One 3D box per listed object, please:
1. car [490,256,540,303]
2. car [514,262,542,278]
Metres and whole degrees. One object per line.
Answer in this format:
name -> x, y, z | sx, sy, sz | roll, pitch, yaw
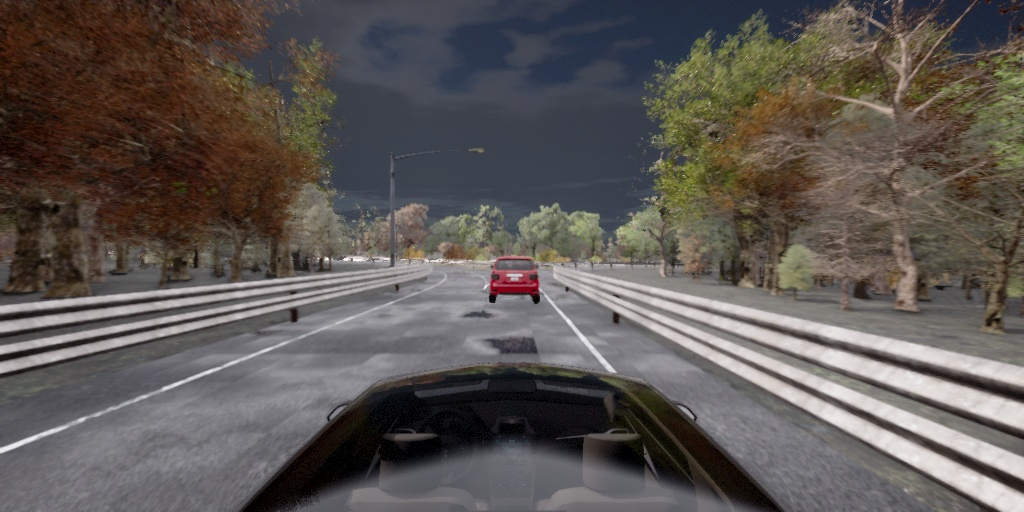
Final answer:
car -> 0.127, 1.029, 17.409 | 2.150, 2.045, 5.566 | 0, 0, 0
car -> 1.759, 1.387, 37.496 | 2.128, 1.511, 4.902 | 2, -1, 11
